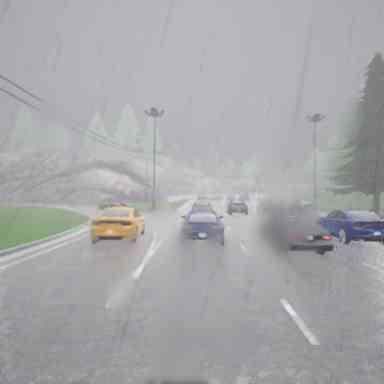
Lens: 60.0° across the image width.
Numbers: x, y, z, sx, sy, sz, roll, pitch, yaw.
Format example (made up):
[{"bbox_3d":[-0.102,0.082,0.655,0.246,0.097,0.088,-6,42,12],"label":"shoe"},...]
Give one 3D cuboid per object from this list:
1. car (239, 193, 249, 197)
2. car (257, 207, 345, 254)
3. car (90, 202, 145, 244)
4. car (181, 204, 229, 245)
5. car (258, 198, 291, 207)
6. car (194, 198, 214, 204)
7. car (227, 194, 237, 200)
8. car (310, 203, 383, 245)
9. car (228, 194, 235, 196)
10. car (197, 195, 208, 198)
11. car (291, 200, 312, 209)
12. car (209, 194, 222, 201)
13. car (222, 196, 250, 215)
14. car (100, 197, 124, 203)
[{"bbox_3d":[12.815,1.273,81.432,2.150,2.045,5.566,0,0,4],"label":"car"},{"bbox_3d":[3.940,1.568,13.521,2.033,1.411,5.357,0,0,2],"label":"car"},{"bbox_3d":[-3.367,1.448,15.786,1.882,1.535,5.008,0,0,-2],"label":"car"},{"bbox_3d":[0.483,1.522,15.360,1.812,1.442,4.674,0,0,1],"label":"car"},{"bbox_3d":[8.017,1.391,33.488,2.097,1.767,4.553,0,0,2],"label":"car"},{"bbox_3d":[0.982,1.593,32.369,1.895,1.301,4.718,0,0,2],"label":"car"},{"bbox_3d":[10.956,1.390,91.758,1.837,1.490,4.892,0,0,18],"label":"car"},{"bbox_3d":[7.508,1.521,15.821,1.882,1.535,5.008,0,0,2],"label":"car"},{"bbox_3d":[9.312,1.564,81.503,2.033,1.411,5.357,0,0,4],"label":"car"},{"bbox_3d":[2.365,1.455,82.784,1.882,1.535,5.008,0,0,4],"label":"car"},{"bbox_3d":[11.539,1.588,34.671,1.812,1.442,4.674,0,0,1],"label":"car"},{"bbox_3d":[5.876,1.555,83.010,1.994,1.385,4.181,0,0,4],"label":"car"},{"bbox_3d":[4.526,1.507,33.847,2.128,1.511,4.902,0,0,2],"label":"car"},{"bbox_3d":[-7.977,1.284,33.022,2.097,1.767,4.553,0,0,-26],"label":"car"}]
